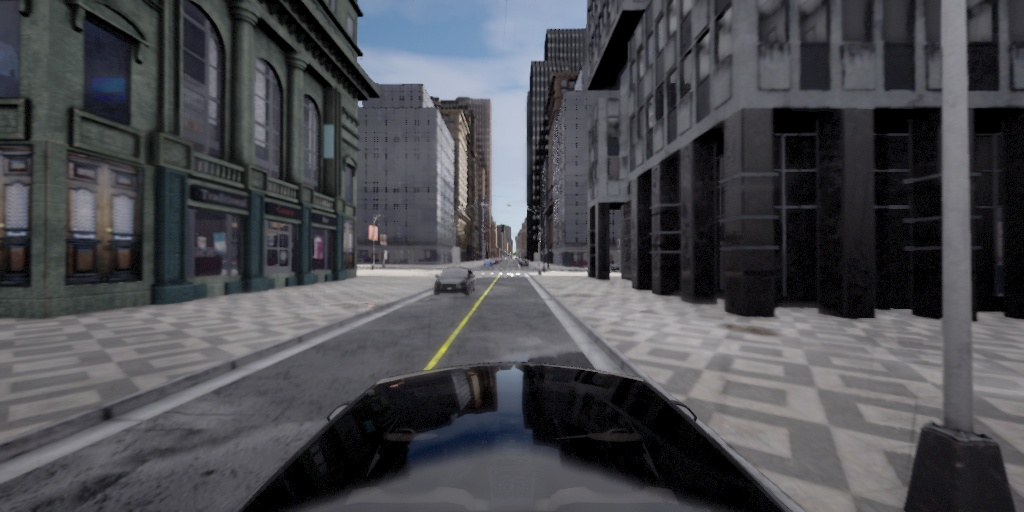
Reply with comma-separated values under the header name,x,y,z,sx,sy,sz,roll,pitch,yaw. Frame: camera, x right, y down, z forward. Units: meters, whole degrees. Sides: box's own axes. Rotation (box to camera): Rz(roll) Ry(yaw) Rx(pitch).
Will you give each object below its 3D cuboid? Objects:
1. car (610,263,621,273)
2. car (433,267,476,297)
name,x,y,z,sx,sy,sz,roll,pitch,yaw
car,16.226,1.702,51.543,4.902,1.511,2.128,1,-1,0
car,-3.096,1.376,20.140,1.837,1.490,4.892,0,0,0
